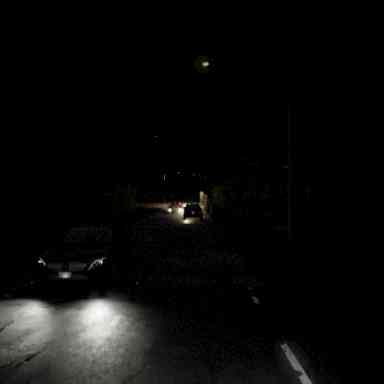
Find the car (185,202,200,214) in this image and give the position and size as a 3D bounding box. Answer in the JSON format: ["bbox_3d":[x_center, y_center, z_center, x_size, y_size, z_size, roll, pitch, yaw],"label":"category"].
[{"bbox_3d":[0.086,1.989,42.470,1.895,1.301,4.718,0,0,0],"label":"car"}]

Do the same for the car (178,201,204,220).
[{"bbox_3d":[0.104,1.835,31.014,2.033,1.411,5.357,0,0,1],"label":"car"}]

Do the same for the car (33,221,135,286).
[{"bbox_3d":[-2.846,1.622,9.793,1.812,1.442,4.674,0,-1,0],"label":"car"}]

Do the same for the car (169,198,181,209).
[{"bbox_3d":[-2.722,1.869,55.389,2.097,1.767,4.553,0,0,0],"label":"car"}]
